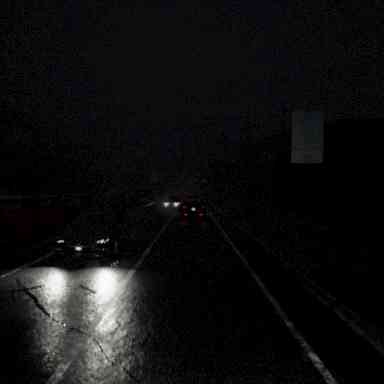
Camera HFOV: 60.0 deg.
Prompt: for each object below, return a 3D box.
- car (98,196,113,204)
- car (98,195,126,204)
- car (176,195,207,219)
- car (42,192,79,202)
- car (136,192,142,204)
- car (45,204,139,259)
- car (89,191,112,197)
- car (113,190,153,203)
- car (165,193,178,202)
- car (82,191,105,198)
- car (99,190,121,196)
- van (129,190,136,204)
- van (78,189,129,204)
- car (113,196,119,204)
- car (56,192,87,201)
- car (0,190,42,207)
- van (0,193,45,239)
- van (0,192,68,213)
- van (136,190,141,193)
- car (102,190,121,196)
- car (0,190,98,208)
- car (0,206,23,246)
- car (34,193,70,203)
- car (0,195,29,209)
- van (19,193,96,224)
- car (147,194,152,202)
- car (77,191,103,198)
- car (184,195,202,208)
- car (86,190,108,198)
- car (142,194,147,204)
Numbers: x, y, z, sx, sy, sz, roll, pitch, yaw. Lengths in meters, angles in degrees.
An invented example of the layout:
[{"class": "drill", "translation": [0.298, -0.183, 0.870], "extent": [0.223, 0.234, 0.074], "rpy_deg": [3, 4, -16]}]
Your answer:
[{"class": "car", "translation": [-8.949, 1.275, 25.467], "extent": [4.892, 1.521, 2.231], "rpy_deg": [0, 1, 0]}, {"class": "car", "translation": [-8.977, 1.244, 31.078], "extent": [4.792, 1.488, 2.163], "rpy_deg": [0, 1, 0]}, {"class": "car", "translation": [0.109, 1.256, 26.319], "extent": [2.163, 1.488, 4.792], "rpy_deg": [0, 1, 0]}, {"class": "car", "translation": [-21.866, 0.847, 55.368], "extent": [5.366, 1.575, 1.946], "rpy_deg": [0, 1, 0]}, {"class": "car", "translation": [-8.951, 1.095, 39.489], "extent": [5.008, 1.535, 2.097], "rpy_deg": [0, 1, 0]}, {"class": "car", "translation": [-3.345, 1.401, 12.242], "extent": [1.837, 1.490, 4.892], "rpy_deg": [0, 0, 0]}, {"class": "car", "translation": [-22.083, 0.466, 80.346], "extent": [5.008, 1.535, 2.097], "rpy_deg": [0, 1, 0]}, {"class": "car", "translation": [-8.939, 0.670, 50.697], "extent": [5.566, 2.045, 2.435], "rpy_deg": [0, 1, 0]}, {"class": "car", "translation": [-3.301, 0.862, 54.032], "extent": [1.882, 1.535, 5.008], "rpy_deg": [0, 1, 0]}, {"class": "car", "translation": [-22.070, 0.590, 74.796], "extent": [4.674, 1.452, 2.002], "rpy_deg": [0, 1, 0]}, {"class": "car", "translation": [-21.900, 0.340, 88.669], "extent": [5.366, 1.575, 1.946], "rpy_deg": [0, 1, 0]}, {"class": "van", "translation": [-8.837, 0.912, 36.679], "extent": [4.442, 1.987, 1.878], "rpy_deg": [0, 1, 0]}, {"class": "van", "translation": [-9.067, 0.950, 33.877], "extent": [4.442, 1.987, 1.878], "rpy_deg": [0, 1, 0]}, {"class": "car", "translation": [-8.943, 1.286, 28.271], "extent": [4.674, 1.452, 2.002], "rpy_deg": [0, 1, 0]}, {"class": "car", "translation": [-22.029, 0.793, 60.920], "extent": [4.792, 1.488, 2.163], "rpy_deg": [0, 1, 0]}, {"class": "car", "translation": [-22.009, 0.813, 41.488], "extent": [5.566, 2.045, 2.435], "rpy_deg": [0, 1, 0]}, {"class": "van", "translation": [-9.048, 1.141, 14.250], "extent": [4.442, 1.987, 1.878], "rpy_deg": [0, 0, 0]}, {"class": "van", "translation": [-9.051, 1.119, 17.053], "extent": [4.442, 1.987, 1.878], "rpy_deg": [0, 0, 0]}, {"class": "van", "translation": [-9.076, 0.826, 42.288], "extent": [4.442, 1.987, 1.878], "rpy_deg": [0, 1, 0]}, {"class": "car", "translation": [-22.118, 0.331, 91.447], "extent": [4.792, 1.488, 2.163], "rpy_deg": [0, 1, 0]}, {"class": "car", "translation": [-8.909, 1.073, 19.857], "extent": [5.566, 2.045, 2.435], "rpy_deg": [0, 0, 0]}, {"class": "car", "translation": [-8.922, 1.389, 11.448], "extent": [4.892, 1.521, 2.231], "rpy_deg": [0, 0, 0]}, {"class": "car", "translation": [-22.078, 0.922, 52.593], "extent": [4.792, 1.488, 2.163], "rpy_deg": [0, 1, 0]}, {"class": "car", "translation": [-22.029, 1.109, 38.718], "extent": [4.892, 1.521, 2.231], "rpy_deg": [0, 1, 0]}, {"class": "van", "translation": [-9.056, 1.076, 22.657], "extent": [4.442, 1.987, 1.878], "rpy_deg": [0, 1, 0]}, {"class": "car", "translation": [-8.780, 0.962, 47.898], "extent": [5.366, 1.575, 1.946], "rpy_deg": [0, 1, 0]}, {"class": "car", "translation": [-22.064, 0.592, 72.020], "extent": [5.008, 1.535, 2.097], "rpy_deg": [0, 1, 0]}, {"class": "car", "translation": [0.115, 1.109, 41.748], "extent": [2.033, 1.411, 5.357], "rpy_deg": [0, 1, 0]}, {"class": "car", "translation": [-22.106, 0.383, 77.569], "extent": [4.553, 1.767, 2.185], "rpy_deg": [0, 1, 0]}, {"class": "car", "translation": [-8.965, 1.048, 45.095], "extent": [4.674, 1.452, 2.002], "rpy_deg": [0, 1, 0]}]
